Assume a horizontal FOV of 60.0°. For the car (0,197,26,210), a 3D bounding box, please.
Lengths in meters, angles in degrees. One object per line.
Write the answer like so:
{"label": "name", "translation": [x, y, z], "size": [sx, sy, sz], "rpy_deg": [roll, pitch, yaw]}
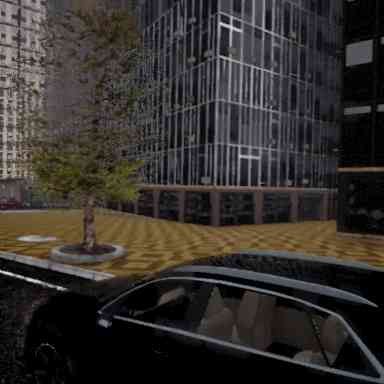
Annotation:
{"label": "car", "translation": [-26.806, 1.653, 46.949], "size": [5.009, 1.841, 2.192], "rpy_deg": [1, 1, -34]}

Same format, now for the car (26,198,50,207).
{"label": "car", "translation": [-26.583, 1.731, 56.657], "size": [4.403, 1.369, 2.008], "rpy_deg": [1, 1, -34]}

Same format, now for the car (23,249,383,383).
{"label": "car", "translation": [0.280, 1.430, 3.362], "size": [4.856, 1.649, 2.033], "rpy_deg": [0, 0, 35]}
